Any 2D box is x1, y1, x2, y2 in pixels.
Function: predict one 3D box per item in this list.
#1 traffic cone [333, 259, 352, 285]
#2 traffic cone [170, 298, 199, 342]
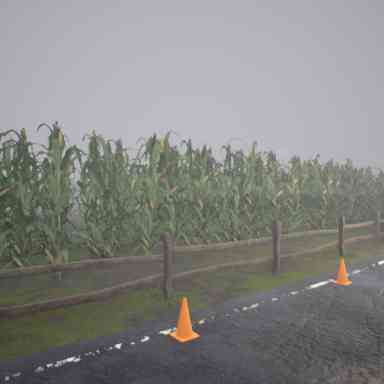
[{"bbox_3d":[3.712,1.948,8.206,0.340,0.580,0.340,0,0,-40],"label":"traffic cone"},{"bbox_3d":[-0.116,1.949,5.181,0.340,0.580,0.340,0,0,-37],"label":"traffic cone"}]
